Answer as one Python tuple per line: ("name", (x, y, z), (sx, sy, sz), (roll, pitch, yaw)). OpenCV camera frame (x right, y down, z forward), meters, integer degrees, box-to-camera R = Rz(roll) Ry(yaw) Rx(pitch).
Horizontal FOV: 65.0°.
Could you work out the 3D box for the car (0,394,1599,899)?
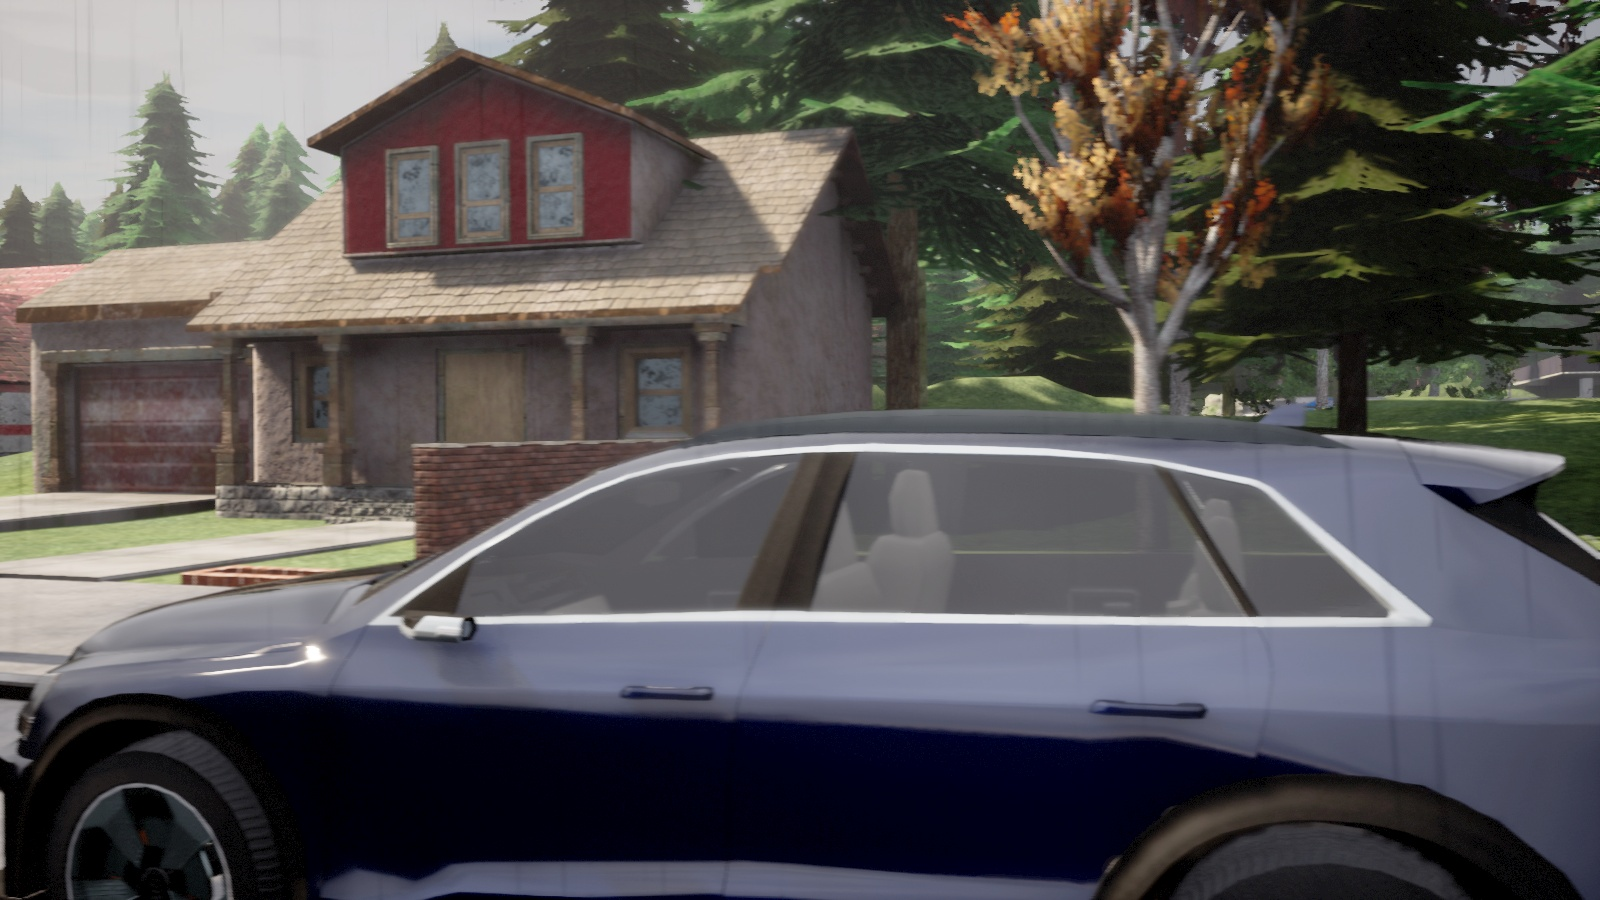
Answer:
("car", (-0.033, 0.697, 3.737), (4.856, 1.649, 2.033), (1, 1, 18))
